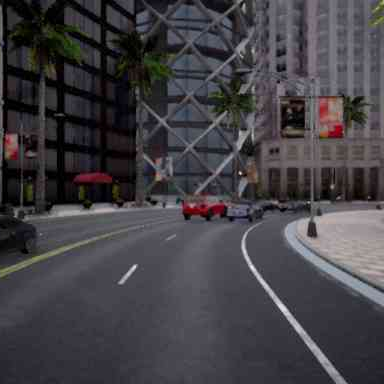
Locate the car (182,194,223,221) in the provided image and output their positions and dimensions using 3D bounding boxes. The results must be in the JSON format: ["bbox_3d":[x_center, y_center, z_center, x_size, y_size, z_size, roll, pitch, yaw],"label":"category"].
[{"bbox_3d":[1.107,1.200,27.472,2.150,2.045,5.566,0,0,25],"label":"car"}]

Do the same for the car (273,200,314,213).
[{"bbox_3d":[11.286,1.521,36.118,2.033,1.411,5.357,0,0,43],"label":"car"}]

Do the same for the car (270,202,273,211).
[{"bbox_3d":[7.752,1.519,37.578,2.033,1.411,5.357,0,0,43],"label":"car"}]

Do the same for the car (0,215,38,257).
[{"bbox_3d":[-6.793,1.515,10.772,1.812,1.442,4.674,0,0,4],"label":"car"}]

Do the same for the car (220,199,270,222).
[{"bbox_3d":[4.272,1.527,26.044,2.033,1.411,5.357,0,0,25],"label":"car"}]
